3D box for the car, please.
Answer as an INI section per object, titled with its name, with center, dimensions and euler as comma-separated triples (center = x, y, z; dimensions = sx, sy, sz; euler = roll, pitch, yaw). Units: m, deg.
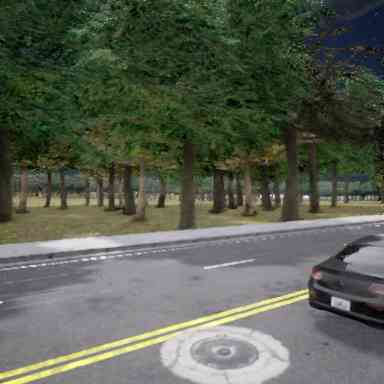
[car]
center = 4.128, 1.531, 6.383
dimensions = 4.674, 1.442, 1.812
euler = 0, 0, -36
